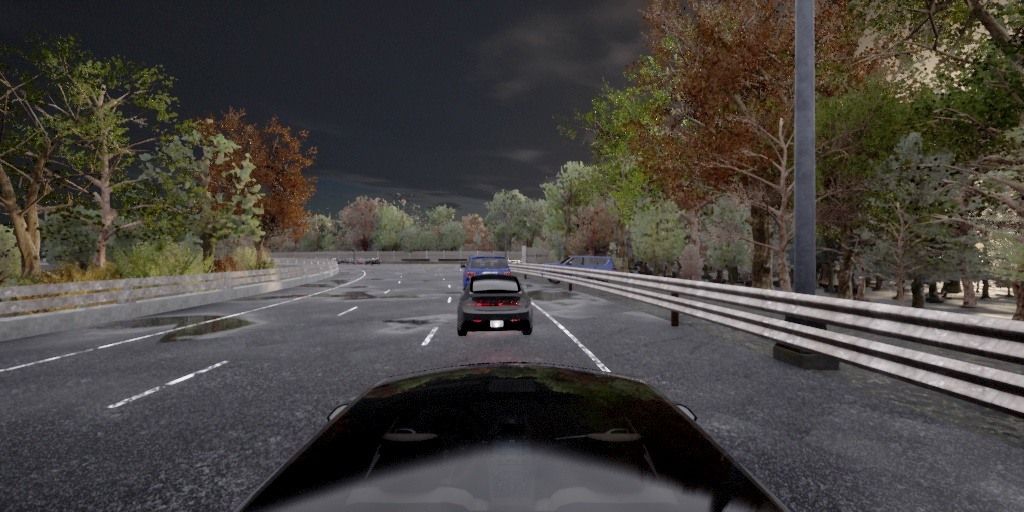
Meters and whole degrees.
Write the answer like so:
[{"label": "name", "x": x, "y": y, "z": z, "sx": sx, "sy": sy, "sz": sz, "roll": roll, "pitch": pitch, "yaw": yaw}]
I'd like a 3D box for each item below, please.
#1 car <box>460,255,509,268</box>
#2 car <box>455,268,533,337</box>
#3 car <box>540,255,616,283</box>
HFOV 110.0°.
[{"label": "car", "x": -1.332, "y": 0.970, "z": 17.835, "sx": 2.150, "sy": 2.045, "sz": 5.566, "roll": 0, "pitch": 0, "yaw": -9}, {"label": "car", "x": -0.556, "y": 1.254, "z": 10.353, "sx": 1.837, "sy": 1.490, "sz": 4.892, "roll": 0, "pitch": 0, "yaw": -5}, {"label": "car", "x": 4.796, "y": 0.966, "z": 26.164, "sx": 5.566, "sy": 2.045, "sz": 2.150, "roll": 3, "pitch": 1, "yaw": -4}]
